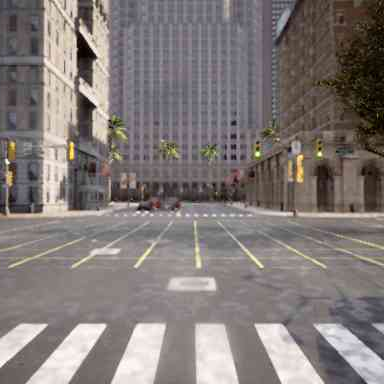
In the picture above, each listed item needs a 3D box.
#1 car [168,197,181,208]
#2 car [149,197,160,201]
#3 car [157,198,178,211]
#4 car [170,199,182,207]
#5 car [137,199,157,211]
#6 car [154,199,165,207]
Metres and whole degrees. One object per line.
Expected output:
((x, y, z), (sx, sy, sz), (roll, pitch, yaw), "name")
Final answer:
((-3.530, 1.929, 60.647), (2.150, 2.045, 5.566), (0, -1, 1), "car")
((-7.020, 1.935, 61.045), (2.150, 2.045, 5.566), (0, -1, 1), "car")
((-3.617, 2.081, 50.499), (2.128, 1.511, 4.902), (0, -1, 0), "car")
((-3.390, 2.354, 71.053), (2.128, 1.511, 4.902), (0, -1, 1), "car")
((-7.122, 2.141, 50.789), (2.033, 1.411, 5.357), (0, -1, 0), "car")
((-6.886, 2.334, 71.501), (1.837, 1.490, 4.892), (0, -1, 1), "car")
